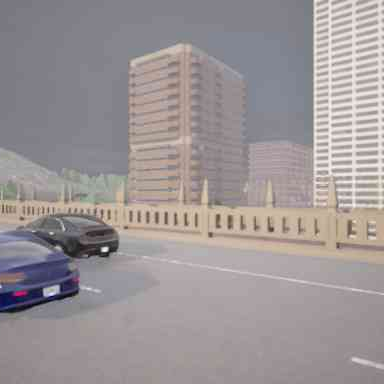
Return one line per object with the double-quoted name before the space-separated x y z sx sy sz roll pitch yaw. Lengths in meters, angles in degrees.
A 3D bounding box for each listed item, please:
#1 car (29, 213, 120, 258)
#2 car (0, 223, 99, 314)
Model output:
"car" -4.642 1.511 11.600 4.892 1.490 1.837 0 0 36
"car" -4.284 1.530 7.048 4.674 1.442 1.812 0 0 35
